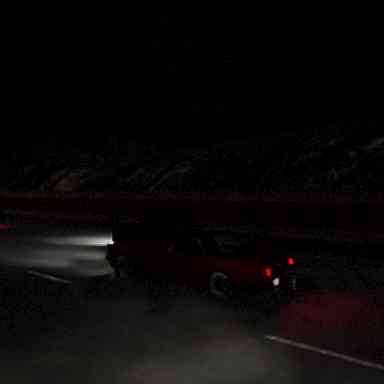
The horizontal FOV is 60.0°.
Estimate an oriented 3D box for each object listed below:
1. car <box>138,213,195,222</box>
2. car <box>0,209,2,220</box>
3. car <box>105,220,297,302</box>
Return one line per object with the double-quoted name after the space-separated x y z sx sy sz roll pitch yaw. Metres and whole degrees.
-1.347 1.574 13.665 4.181 1.385 1.994 0 0 36 "car"
-15.752 1.483 24.137 5.008 1.535 1.882 0 0 36 "car"
0.003 1.608 8.350 4.718 1.301 1.895 0 0 36 "car"
